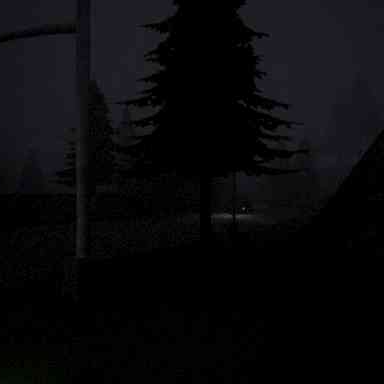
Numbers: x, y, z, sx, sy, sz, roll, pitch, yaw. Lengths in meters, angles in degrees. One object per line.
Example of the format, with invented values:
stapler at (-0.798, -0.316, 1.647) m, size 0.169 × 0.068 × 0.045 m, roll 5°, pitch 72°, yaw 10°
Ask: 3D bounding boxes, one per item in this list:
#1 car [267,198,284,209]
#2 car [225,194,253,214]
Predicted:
car at (11.542, 1.528, 46.094) m, size 2.033 × 1.411 × 5.357 m, roll 0°, pitch 0°, yaw 9°
car at (5.123, 1.203, 35.671) m, size 2.150 × 2.045 × 5.566 m, roll 0°, pitch 0°, yaw 20°
